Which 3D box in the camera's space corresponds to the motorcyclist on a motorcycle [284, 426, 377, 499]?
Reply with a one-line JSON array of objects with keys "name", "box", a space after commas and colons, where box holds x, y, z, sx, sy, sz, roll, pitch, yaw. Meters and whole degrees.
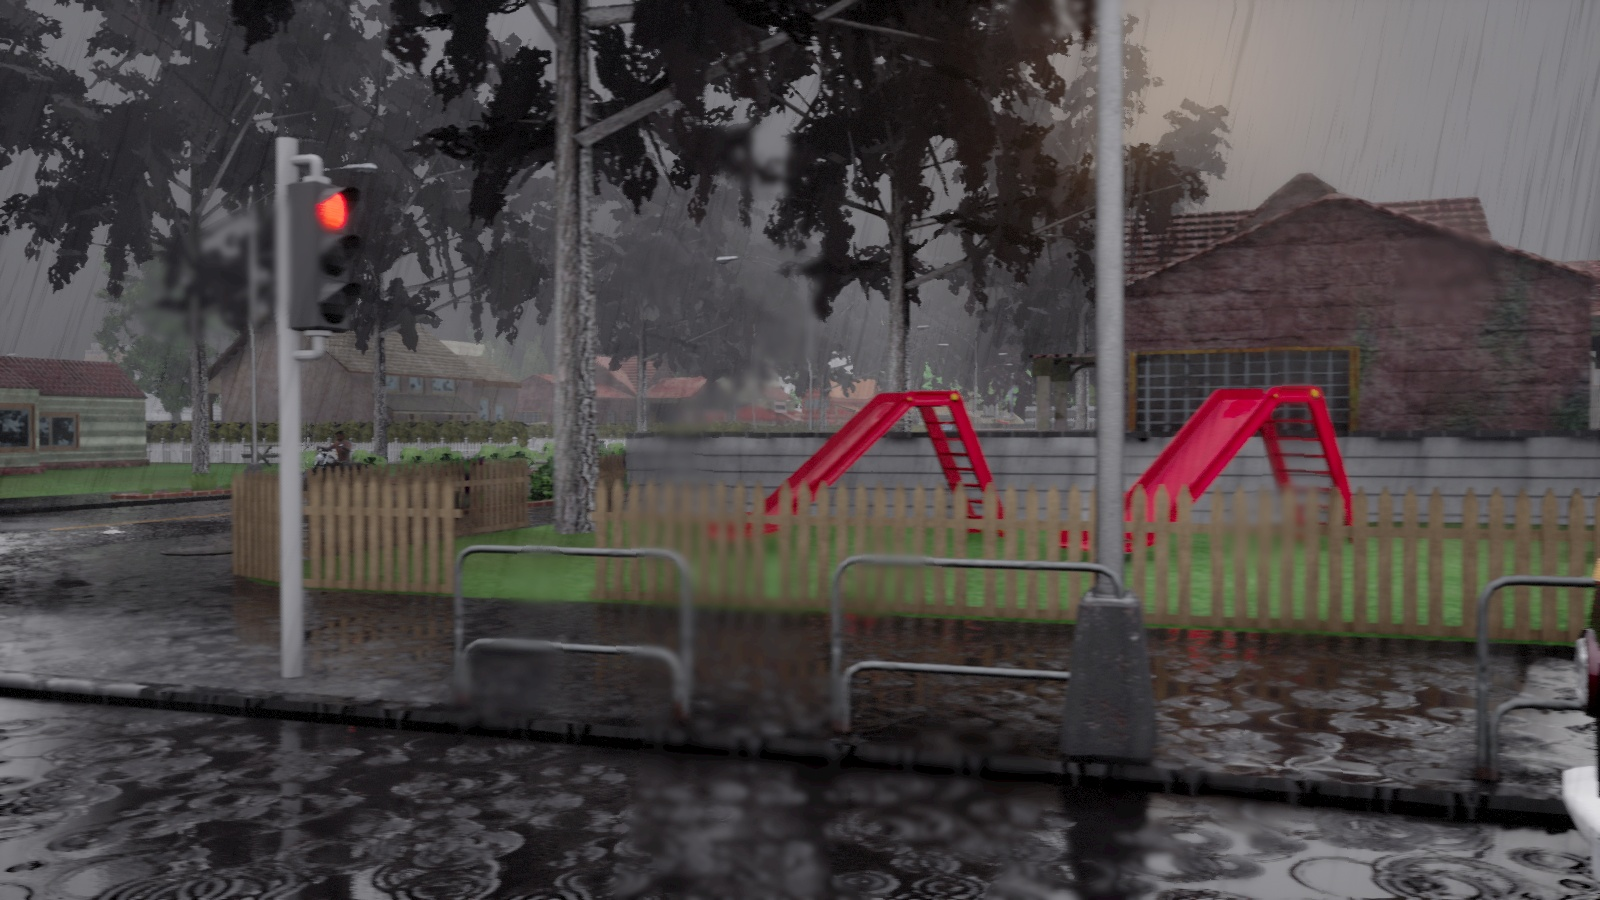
[{"name": "motorcyclist on a motorcycle", "box": [-11.118, 0.258, 29.838, 0.766, 1.649, 2.350, 1, 1, 18]}]

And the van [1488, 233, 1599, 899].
[{"name": "van", "box": [4.035, 0.527, 2.367, 4.480, 2.038, 2.069, 1, 1, 18]}]
